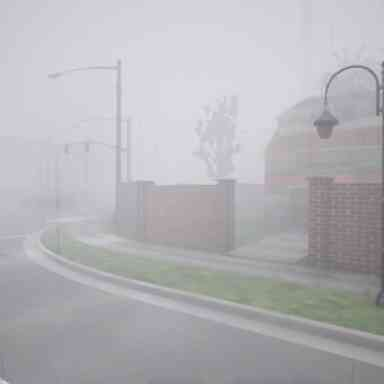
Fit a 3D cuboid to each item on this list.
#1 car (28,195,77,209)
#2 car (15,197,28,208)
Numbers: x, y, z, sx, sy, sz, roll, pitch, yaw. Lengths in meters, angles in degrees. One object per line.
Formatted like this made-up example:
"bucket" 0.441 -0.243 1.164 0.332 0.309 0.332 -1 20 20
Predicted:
"car" -15.549 1.118 38.038 1.837 1.490 4.892 0 1 37
"car" -18.561 1.085 39.857 2.128 1.511 4.902 1 1 38
